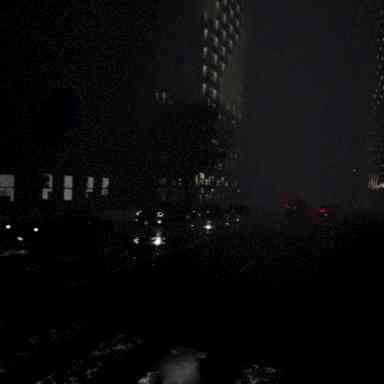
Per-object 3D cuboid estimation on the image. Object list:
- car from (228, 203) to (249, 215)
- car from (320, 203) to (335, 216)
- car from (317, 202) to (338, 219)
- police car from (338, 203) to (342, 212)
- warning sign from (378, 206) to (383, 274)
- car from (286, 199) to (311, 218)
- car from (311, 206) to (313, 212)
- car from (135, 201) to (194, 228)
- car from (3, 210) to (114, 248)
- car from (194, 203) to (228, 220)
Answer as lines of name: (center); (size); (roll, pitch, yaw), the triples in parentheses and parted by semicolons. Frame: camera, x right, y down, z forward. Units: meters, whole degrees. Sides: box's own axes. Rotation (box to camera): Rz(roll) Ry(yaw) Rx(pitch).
car: (5.528, 1.977, 40.187); (1.994, 1.385, 4.181); (2, 0, 24)
car: (19.492, 2.447, 47.672); (1.882, 1.535, 5.008); (2, 0, 23)
car: (15.465, 2.280, 38.236); (1.837, 1.490, 4.892); (2, 0, 23)
police car: (26.319, 2.707, 60.980); (1.930, 1.638, 5.238); (2, 0, 23)
warning sign: (6.247, 1.408, 9.612); (1.300, 1.860, 1.060); (3, 1, 23)
car: (12.534, 1.895, 39.613); (2.150, 2.045, 5.566); (2, 0, 23)
car: (18.004, 2.536, 52.459); (1.895, 1.301, 4.718); (2, 0, 24)
car: (-1.957, 1.401, 22.770); (2.097, 1.767, 4.553); (2, 0, 23)
car: (-5.538, 1.475, 14.418); (1.895, 1.301, 4.718); (2, 0, 23)
car: (1.571, 1.747, 31.023); (1.812, 1.442, 4.674); (2, 0, 23)
